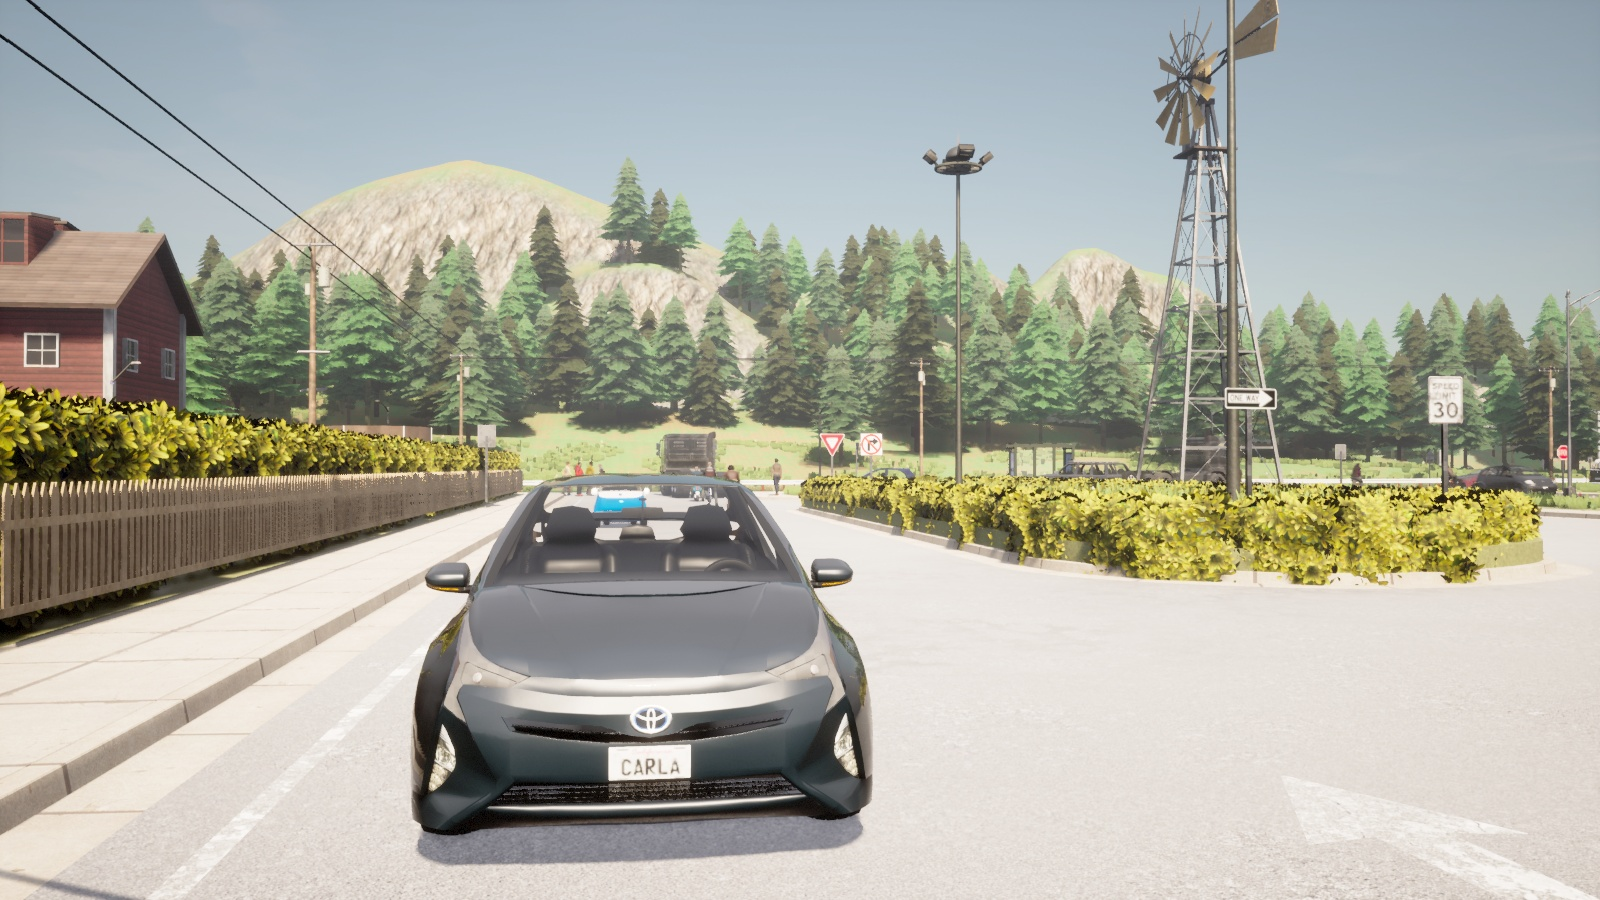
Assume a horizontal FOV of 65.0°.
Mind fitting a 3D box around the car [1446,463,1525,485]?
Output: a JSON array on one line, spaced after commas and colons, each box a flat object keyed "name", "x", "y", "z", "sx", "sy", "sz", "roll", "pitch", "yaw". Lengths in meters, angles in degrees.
[{"name": "car", "x": 45.463, "y": 1.597, "z": 83.339, "sx": 4.181, "sy": 1.385, "sz": 1.994, "roll": 0, "pitch": -1, "yaw": -8}]

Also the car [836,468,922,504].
[{"name": "car", "x": 3.414, "y": 1.526, "z": 54.312, "sx": 3.633, "sy": 1.501, "sz": 1.845, "roll": -1, "pitch": -1, "yaw": 3}]

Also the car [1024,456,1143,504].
[{"name": "car", "x": 11.525, "y": 1.217, "z": 51.289, "sx": 1.932, "sy": 1.855, "sz": 4.605, "roll": 0, "pitch": -1, "yaw": -35}]

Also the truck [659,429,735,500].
[{"name": "truck", "x": -5.482, "y": 0.757, "z": 65.464, "sx": 2.891, "sy": 3.462, "sz": 7.936, "roll": 0, "pitch": -1, "yaw": -13}]

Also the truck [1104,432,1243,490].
[{"name": "truck", "x": 23.014, "y": 0.667, "z": 77.387, "sx": 7.936, "sy": 3.462, "sz": 2.891, "roll": 0, "pitch": -1, "yaw": -20}]

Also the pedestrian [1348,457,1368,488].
[{"name": "pedestrian", "x": 33.305, "y": 1.323, "z": 74.911, "sx": 0.899, "sy": 1.844, "sz": 0.634, "roll": 0, "pitch": -1, "yaw": -26}]

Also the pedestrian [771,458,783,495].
[{"name": "pedestrian", "x": -1.130, "y": 1.302, "z": 61.362, "sx": 0.328, "sy": 1.805, "sz": 0.869, "roll": 0, "pitch": -1, "yaw": -15}]

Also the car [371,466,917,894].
[{"name": "car", "x": -0.869, "y": 0.862, "z": 6.907, "sx": 2.007, "sy": 1.525, "sz": 4.514, "roll": 0, "pitch": -1, "yaw": -8}]

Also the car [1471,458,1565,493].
[{"name": "car", "x": 34.616, "y": 1.223, "z": 60.660, "sx": 1.851, "sy": 1.617, "sz": 3.988, "roll": 0, "pitch": -1, "yaw": -9}]

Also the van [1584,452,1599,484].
[{"name": "van", "x": 53.348, "y": 1.155, "z": 80.930, "sx": 4.480, "sy": 2.038, "sz": 2.069, "roll": 0, "pitch": -1, "yaw": -8}]
